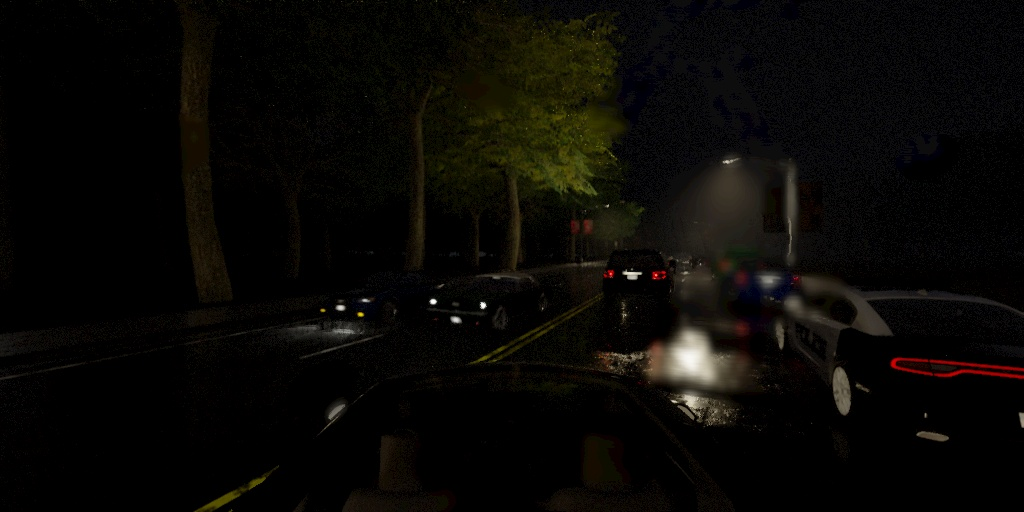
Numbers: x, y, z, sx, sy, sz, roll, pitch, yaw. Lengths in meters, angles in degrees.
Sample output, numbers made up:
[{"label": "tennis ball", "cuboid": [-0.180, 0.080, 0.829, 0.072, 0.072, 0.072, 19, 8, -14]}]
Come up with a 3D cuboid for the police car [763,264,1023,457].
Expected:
[{"label": "police car", "cuboid": [5.409, 1.101, 5.226, 1.930, 1.638, 5.238, 0, 1, 26]}]

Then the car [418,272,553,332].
[{"label": "car", "cuboid": [-0.403, 1.192, 10.624, 1.895, 1.301, 4.718, 0, 1, 26]}]

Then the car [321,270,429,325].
[{"label": "car", "cuboid": [-3.687, 1.150, 11.294, 1.994, 1.385, 4.181, 0, 1, 26]}]

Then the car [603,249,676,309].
[{"label": "car", "cuboid": [5.071, 0.741, 14.053, 2.150, 2.045, 5.566, 0, 1, 26]}]

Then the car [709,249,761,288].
[{"label": "car", "cuboid": [12.297, 0.635, 19.574, 2.150, 2.045, 5.566, 0, 1, 26]}]

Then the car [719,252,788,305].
[{"label": "car", "cuboid": [9.675, 0.861, 14.114, 2.097, 1.767, 4.553, 0, 1, 26]}]

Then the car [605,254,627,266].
[{"label": "car", "cuboid": [14.163, 0.488, 48.463, 2.033, 1.411, 5.357, 0, 1, 26]}]

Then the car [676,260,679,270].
[{"label": "car", "cuboid": [13.002, 0.729, 30.579, 1.837, 1.490, 4.892, 0, 1, 26]}]

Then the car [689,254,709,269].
[{"label": "car", "cuboid": [20.840, 0.576, 39.562, 1.837, 1.490, 4.892, 0, 1, 26]}]
